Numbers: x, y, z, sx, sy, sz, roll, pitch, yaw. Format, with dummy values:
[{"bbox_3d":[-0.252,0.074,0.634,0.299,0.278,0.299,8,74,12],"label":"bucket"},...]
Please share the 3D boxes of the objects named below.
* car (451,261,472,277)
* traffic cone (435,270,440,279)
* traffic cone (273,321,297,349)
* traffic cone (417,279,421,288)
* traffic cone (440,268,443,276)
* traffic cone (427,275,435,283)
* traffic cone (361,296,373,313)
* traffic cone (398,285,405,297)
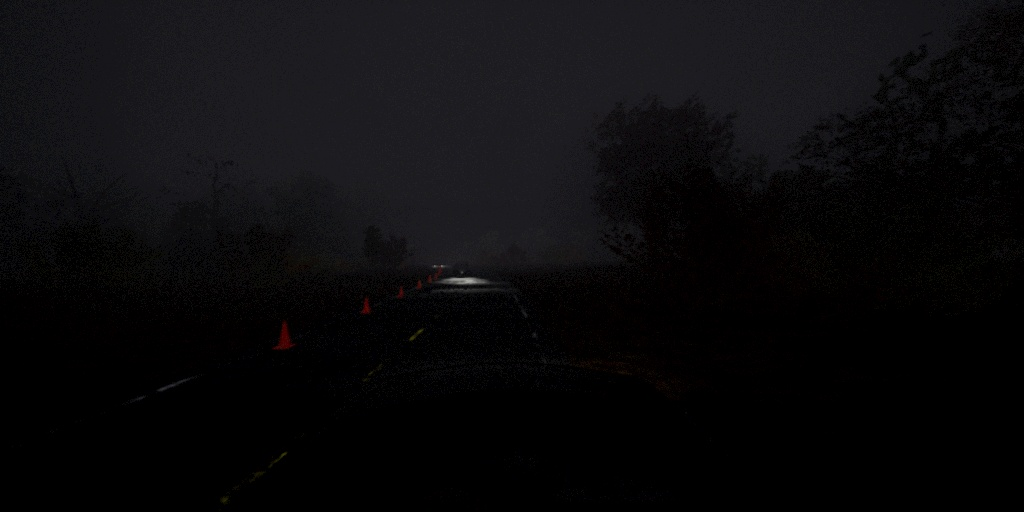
[{"bbox_3d":[-5.044,1.296,36.189,2.128,1.511,4.902,-1,0,-8],"label":"car"},{"bbox_3d":[-6.952,1.777,32.739,0.340,0.580,0.340,0,0,-7],"label":"traffic cone"},{"bbox_3d":[-5.126,1.759,8.096,0.340,0.580,0.340,0,0,-1],"label":"traffic cone"},{"bbox_3d":[-5.916,1.767,22.906,0.340,0.580,0.340,0,0,-5],"label":"traffic cone"},{"bbox_3d":[-7.622,1.784,37.638,0.340,0.580,0.340,0,0,-8],"label":"traffic cone"},{"bbox_3d":[-6.383,1.772,27.828,0.340,0.580,0.340,0,0,-6],"label":"traffic cone"},{"bbox_3d":[-5.287,1.760,13.037,0.340,0.580,0.340,0,0,-2],"label":"traffic cone"},{"bbox_3d":[-5.551,1.763,17.975,0.340,0.580,0.340,0,0,-4],"label":"traffic cone"}]
